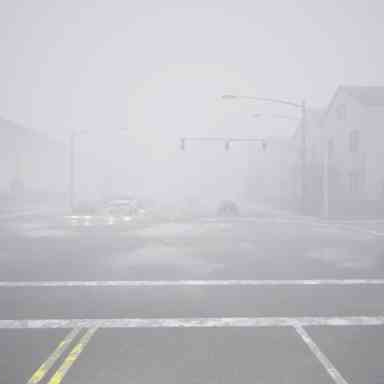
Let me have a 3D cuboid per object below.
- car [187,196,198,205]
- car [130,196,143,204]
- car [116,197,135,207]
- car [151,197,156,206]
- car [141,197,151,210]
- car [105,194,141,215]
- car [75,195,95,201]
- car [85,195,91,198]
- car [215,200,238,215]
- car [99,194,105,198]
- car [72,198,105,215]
[{"bbox_3d":[0.049,1.509,58.638,2.128,1.511,4.902,0,0,0],"label":"car"},{"bbox_3d":[-10.492,1.545,63.240,1.812,1.442,4.674,0,0,1],"label":"car"},{"bbox_3d":[-10.552,1.564,53.158,2.033,1.411,5.357,0,0,0],"label":"car"},{"bbox_3d":[-7.043,1.494,54.623,1.882,1.535,5.008,0,0,0],"label":"car"},{"bbox_3d":[-7.063,1.518,44.235,1.837,1.490,4.892,0,0,0],"label":"car"},{"bbox_3d":[-7.072,1.232,34.683,2.150,2.045,5.566,0,0,0],"label":"car"},{"bbox_3d":[-28.895,1.480,89.751,2.038,1.542,4.974,0,0,29],"label":"car"},{"bbox_3d":[-28.110,1.478,84.383,2.038,1.542,4.974,0,0,-36],"label":"car"},{"bbox_3d":[3.578,1.536,34.326,1.812,1.442,4.674,0,0,1],"label":"car"},{"bbox_3d":[-10.564,1.235,42.913,2.150,2.045,5.566,0,0,0],"label":"car"},{"bbox_3d":[-10.572,1.574,33.653,1.994,1.385,4.181,0,0,0],"label":"car"}]
